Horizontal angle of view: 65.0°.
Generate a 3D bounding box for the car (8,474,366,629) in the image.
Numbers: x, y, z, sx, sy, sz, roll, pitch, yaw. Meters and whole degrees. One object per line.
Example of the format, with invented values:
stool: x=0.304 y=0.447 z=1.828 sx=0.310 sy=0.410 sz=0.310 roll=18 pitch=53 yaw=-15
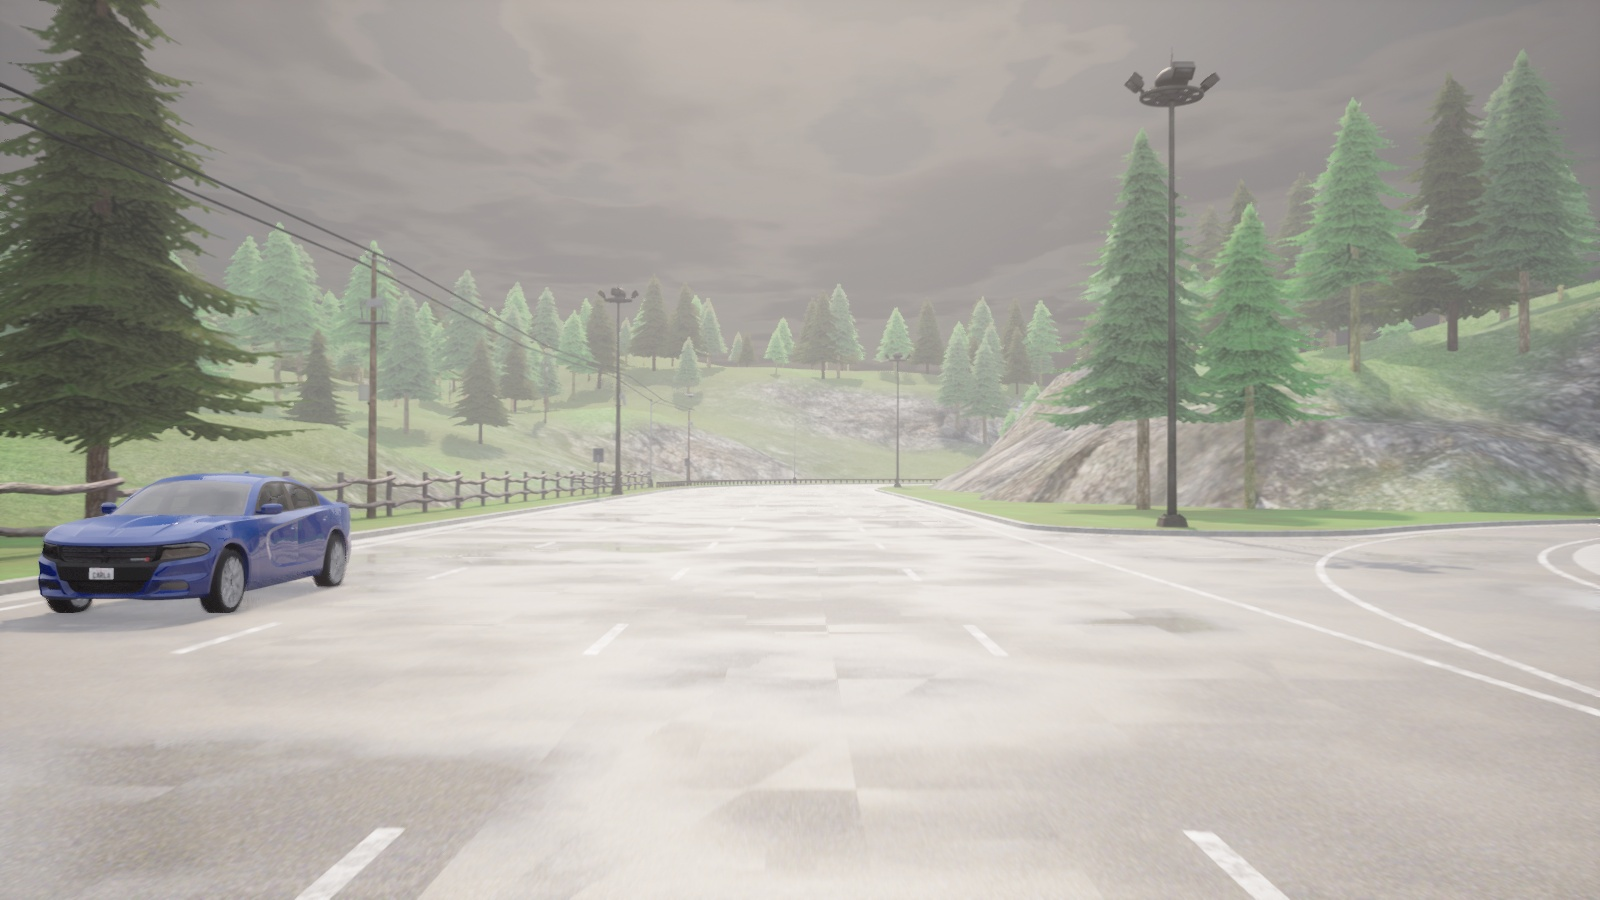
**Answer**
car: x=-7.036 y=1.074 z=15.149 sx=1.882 sy=1.535 sz=5.008 roll=0 pitch=-1 yaw=0
